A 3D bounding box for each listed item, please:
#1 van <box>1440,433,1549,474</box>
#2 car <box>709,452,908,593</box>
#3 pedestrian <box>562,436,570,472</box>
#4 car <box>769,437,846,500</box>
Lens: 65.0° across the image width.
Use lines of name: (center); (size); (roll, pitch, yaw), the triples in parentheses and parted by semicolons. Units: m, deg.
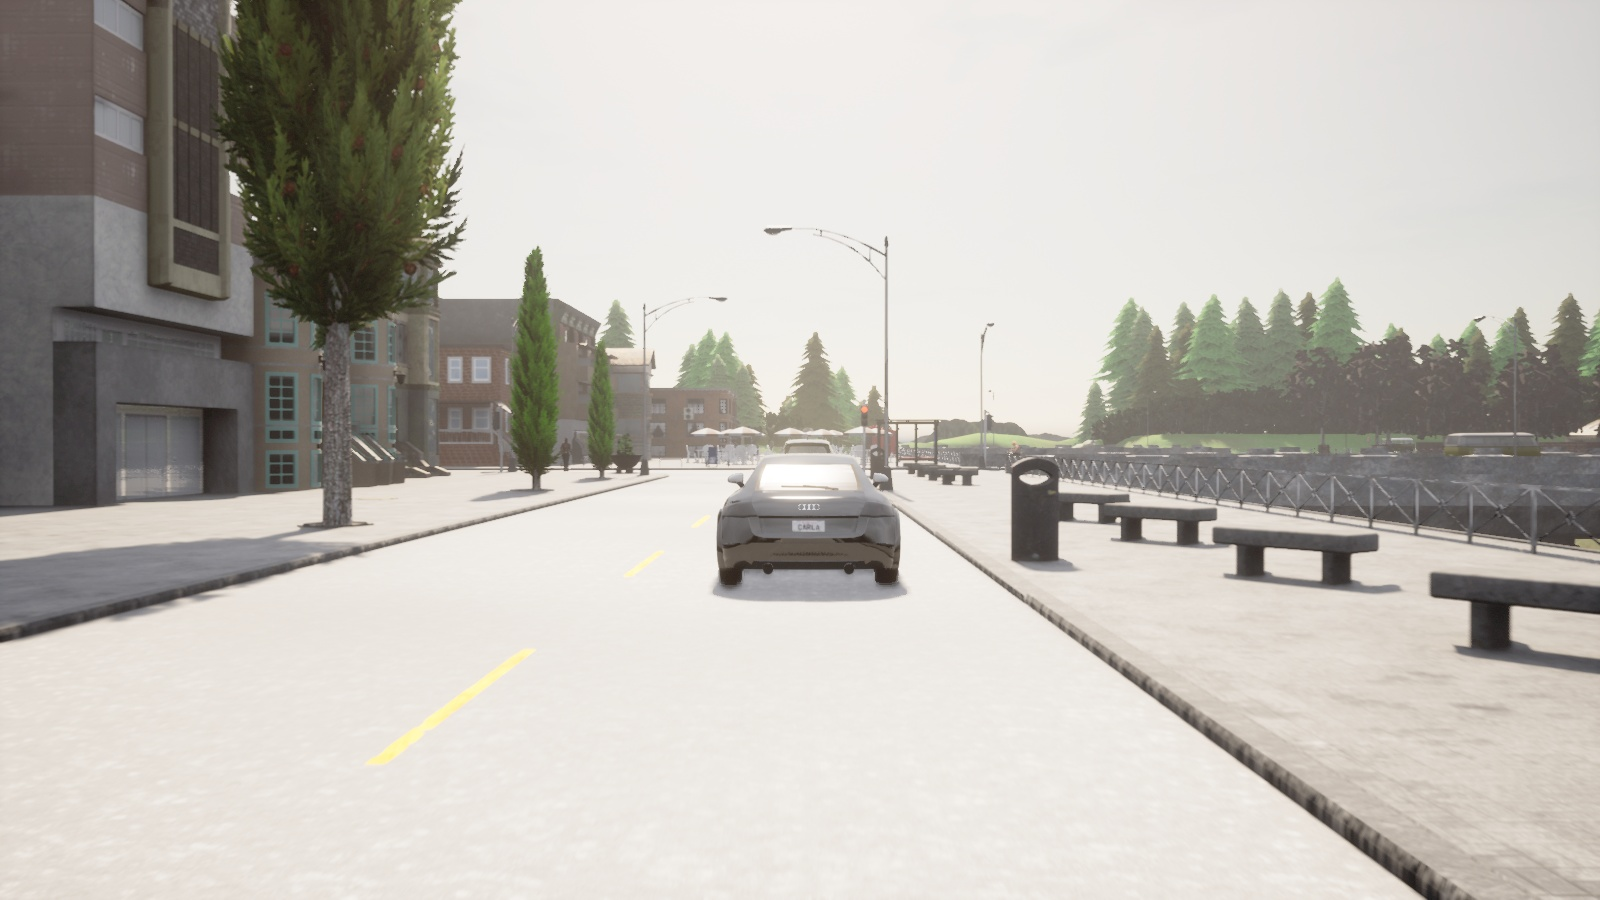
van: (34.641, 0.174, 62.703); (4.442, 1.987, 1.775); (0, 0, 0)
car: (0.097, 0.727, 14.708); (1.994, 1.385, 4.181); (0, 0, 0)
pedestrian: (-11.732, 0.182, 63.000); (0.328, 1.805, 0.869); (0, 0, -15)
car: (0.211, 0.478, 35.305); (2.033, 1.649, 4.856); (0, 0, 0)
